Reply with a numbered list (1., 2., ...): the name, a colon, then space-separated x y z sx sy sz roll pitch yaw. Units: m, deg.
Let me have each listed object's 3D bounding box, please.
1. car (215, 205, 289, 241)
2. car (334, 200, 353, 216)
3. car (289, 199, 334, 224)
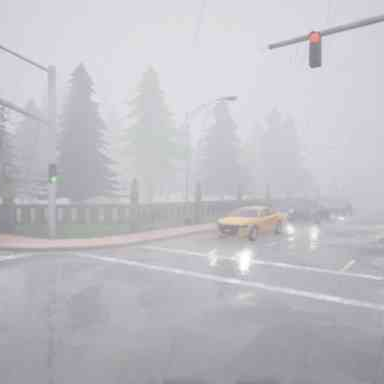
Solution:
1. car: 3.036 1.470 16.965 1.882 1.535 5.008 0 0 36
2. car: 14.872 1.540 33.519 2.033 1.411 5.357 0 0 36
3. car: 8.897 1.345 25.166 2.097 1.767 4.553 0 0 36
